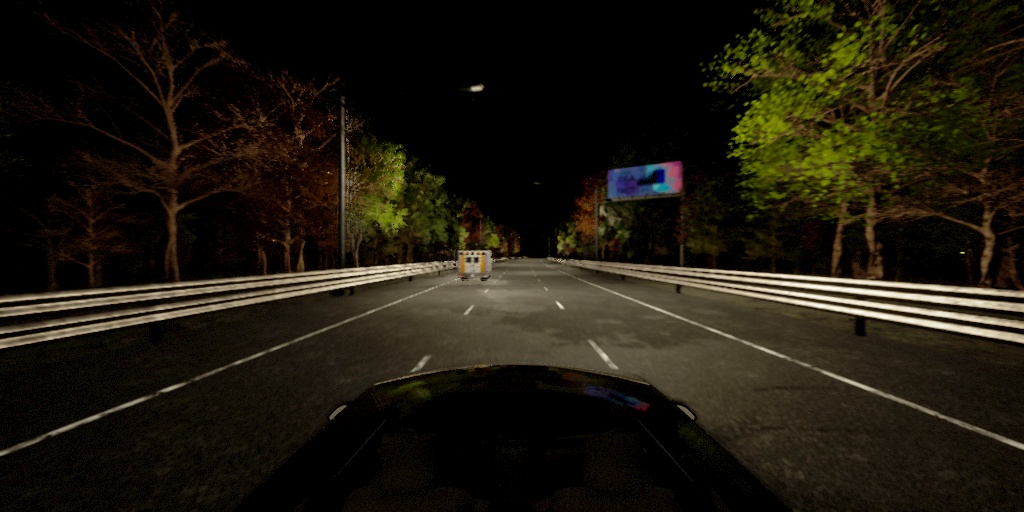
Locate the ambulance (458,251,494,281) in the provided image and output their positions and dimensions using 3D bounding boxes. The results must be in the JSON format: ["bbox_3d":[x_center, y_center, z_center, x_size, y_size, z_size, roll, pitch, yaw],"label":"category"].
[{"bbox_3d":[-2.995,0.824,30.730,2.351,2.431,6.366,0,0,1],"label":"ambulance"}]
